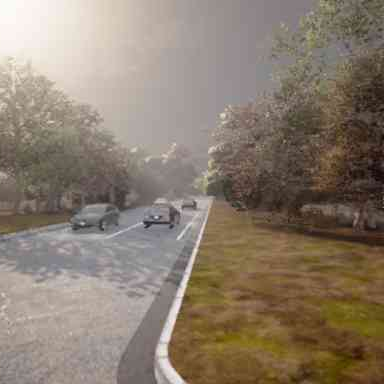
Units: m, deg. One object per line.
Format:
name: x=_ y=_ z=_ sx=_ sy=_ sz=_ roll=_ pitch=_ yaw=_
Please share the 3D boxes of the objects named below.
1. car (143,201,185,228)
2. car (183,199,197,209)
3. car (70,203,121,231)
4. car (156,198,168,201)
car: x=-1.931 y=1.562 z=22.316 sx=2.033 sy=1.411 sz=5.357 roll=1 pitch=0 yaw=4
car: x=-0.387 y=1.605 z=45.545 sx=2.033 sy=1.411 sz=5.357 roll=0 pitch=0 yaw=4
car: x=-5.760 y=1.483 z=20.417 sx=1.837 sy=1.490 sz=4.892 roll=0 pitch=0 yaw=4
car: x=-4.042 y=1.550 z=44.640 sx=1.812 sy=1.442 sz=4.674 roll=1 pitch=0 yaw=4
